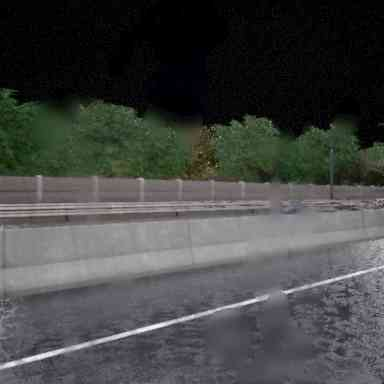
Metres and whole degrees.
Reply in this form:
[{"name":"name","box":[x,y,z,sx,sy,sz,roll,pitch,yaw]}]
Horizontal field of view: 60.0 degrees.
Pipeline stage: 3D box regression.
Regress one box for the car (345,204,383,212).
[{"name":"car","box":[14.098,1.693,26.939,4.181,1.385,1.994,0,0,-35]}]

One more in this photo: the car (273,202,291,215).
[{"name":"car","box":[9.848,1.692,32.504,4.181,1.385,1.994,0,0,-35]}]

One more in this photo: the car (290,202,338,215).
[{"name":"car","box":[10.922,1.686,28.973,4.181,1.385,1.994,0,0,-35]}]
